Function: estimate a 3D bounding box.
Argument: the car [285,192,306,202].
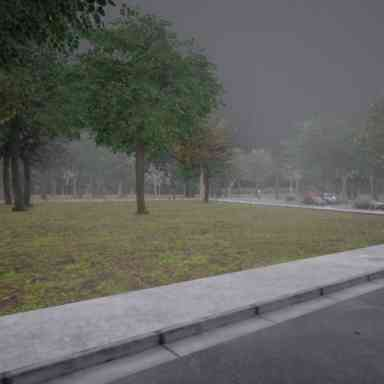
[{"bbox_3d":[21.794,1.404,71.510,2.128,1.511,4.902,0,0,-12],"label":"car"}]

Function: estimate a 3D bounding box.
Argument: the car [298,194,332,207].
[{"bbox_3d":[19.213,1.524,52.179,1.837,1.490,4.892,0,1,-12],"label":"car"}]

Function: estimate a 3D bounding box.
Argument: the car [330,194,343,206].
[{"bbox_3d":[22.010,1.513,54.668,1.882,1.535,5.008,0,0,-12],"label":"car"}]

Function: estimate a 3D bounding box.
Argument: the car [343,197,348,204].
[{"bbox_3d":[27.145,1.553,62.310,2.128,1.511,4.902,0,0,-12],"label":"car"}]

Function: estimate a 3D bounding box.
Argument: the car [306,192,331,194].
[{"bbox_3d":[24.008,1.271,61.457,2.150,2.045,5.566,0,0,-11],"label":"car"}]

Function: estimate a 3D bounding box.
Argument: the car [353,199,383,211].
[{"bbox_3d":[21.699,1.574,40.573,1.994,1.385,4.181,0,0,-12],"label":"car"}]
